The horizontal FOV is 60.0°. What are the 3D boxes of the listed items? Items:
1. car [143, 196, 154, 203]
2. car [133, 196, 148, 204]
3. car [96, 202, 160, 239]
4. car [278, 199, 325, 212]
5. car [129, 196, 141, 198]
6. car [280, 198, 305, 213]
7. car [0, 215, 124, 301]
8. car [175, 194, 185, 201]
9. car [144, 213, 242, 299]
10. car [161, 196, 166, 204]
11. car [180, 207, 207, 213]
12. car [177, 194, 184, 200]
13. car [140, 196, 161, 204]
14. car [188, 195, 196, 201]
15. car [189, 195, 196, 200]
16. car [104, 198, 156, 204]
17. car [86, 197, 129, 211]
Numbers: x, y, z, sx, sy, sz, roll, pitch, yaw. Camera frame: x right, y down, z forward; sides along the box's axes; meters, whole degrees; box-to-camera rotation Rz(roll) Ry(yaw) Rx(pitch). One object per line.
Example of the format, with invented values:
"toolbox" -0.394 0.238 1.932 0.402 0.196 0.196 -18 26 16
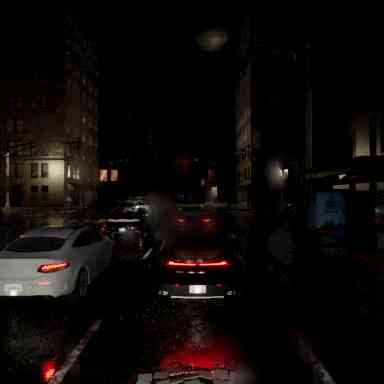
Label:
"car" -9.674 1.547 73.722 1.812 1.442 4.674 0 0 0
"car" -9.732 1.513 63.508 2.128 1.511 4.902 0 0 1
"car" -3.134 1.499 17.446 2.128 1.511 4.902 0 0 0
"car" 13.137 1.609 40.147 5.008 1.535 1.882 0 -1 1
"car" -9.780 1.526 53.379 1.837 1.490 4.892 0 0 0
"car" 12.497 1.439 36.896 4.553 1.767 2.097 0 -1 0
"car" -3.148 1.529 8.180 1.812 1.442 4.674 0 0 0
"car" -3.164 1.537 82.792 2.128 1.511 4.902 0 0 0
"car" 0.101 1.508 8.431 1.837 1.490 4.892 0 0 0
"car" -6.498 1.547 61.946 1.812 1.442 4.674 0 0 1
"car" 0.100 1.533 17.548 1.812 1.442 4.674 0 0 0
"car" -3.153 1.321 93.211 1.882 1.535 5.008 0 0 0
"car" -6.535 1.526 52.922 1.837 1.490 4.892 0 0 0
"car" 0.085 1.546 81.496 2.128 1.511 4.902 0 0 0
"car" 0.098 1.606 93.652 1.895 1.301 4.718 0 0 0
"car" -5.171 1.477 28.411 1.812 1.442 4.674 0 -1 21
"car" -10.394 1.582 40.083 4.674 1.442 1.812 0 -1 0
